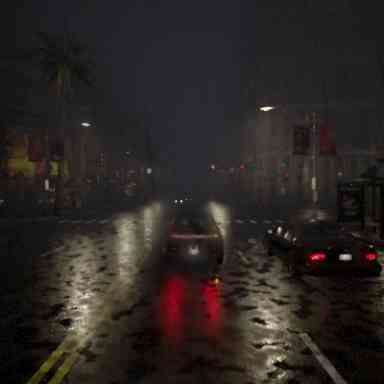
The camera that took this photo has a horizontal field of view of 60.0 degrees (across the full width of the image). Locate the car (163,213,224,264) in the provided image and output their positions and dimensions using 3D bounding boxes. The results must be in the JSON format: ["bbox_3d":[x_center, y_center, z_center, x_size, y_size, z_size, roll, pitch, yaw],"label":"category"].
[{"bbox_3d":[0.062,1.486,11.784,2.128,1.511,4.902,0,0,0],"label":"car"}]

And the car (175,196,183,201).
[{"bbox_3d":[-3.450,1.578,87.610,1.895,1.301,4.718,0,0,0],"label":"car"}]

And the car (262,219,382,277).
[{"bbox_3d":[3.549,1.546,10.157,2.033,1.411,5.357,0,0,1],"label":"car"}]
